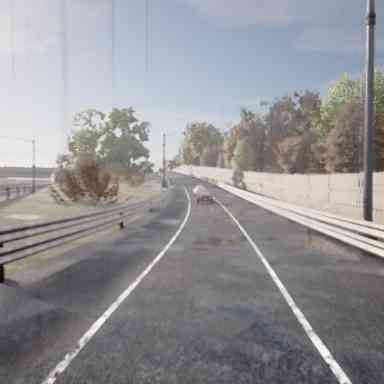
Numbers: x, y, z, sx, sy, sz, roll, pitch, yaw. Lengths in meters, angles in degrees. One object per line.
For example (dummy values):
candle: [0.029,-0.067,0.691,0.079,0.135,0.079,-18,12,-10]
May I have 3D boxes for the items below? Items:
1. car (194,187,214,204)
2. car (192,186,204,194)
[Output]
car: [1.478,0.536,39.234,1.812,1.442,4.674,0,4,-1]
car: [1.149,-0.246,50.170,1.812,1.442,4.674,0,5,-3]
